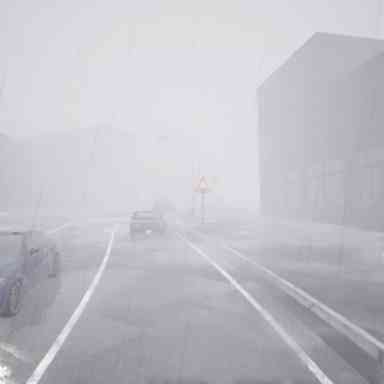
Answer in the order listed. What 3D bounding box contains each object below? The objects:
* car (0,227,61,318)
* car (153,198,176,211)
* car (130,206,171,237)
[{"bbox_3d":[-4.326,1.573,7.535,1.812,1.442,4.674,0,0,-8],"label":"car"},{"bbox_3d":[-3.249,1.468,40.314,2.097,1.767,4.553,0,-1,7],"label":"car"},{"bbox_3d":[-2.566,1.711,18.916,1.895,1.301,4.718,0,0,-10],"label":"car"}]
